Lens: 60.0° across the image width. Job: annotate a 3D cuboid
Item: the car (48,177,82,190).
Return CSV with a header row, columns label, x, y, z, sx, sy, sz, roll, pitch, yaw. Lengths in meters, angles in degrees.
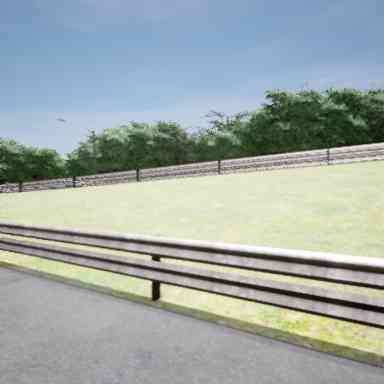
label,x,y,z,sx,sy,sz,roll,pitch,yaw
car,-19.781,-1.134,51.739,5.566,2.045,2.150,-4,-2,25
